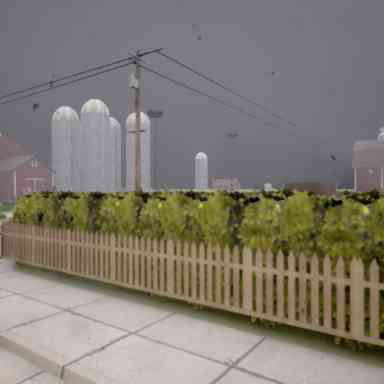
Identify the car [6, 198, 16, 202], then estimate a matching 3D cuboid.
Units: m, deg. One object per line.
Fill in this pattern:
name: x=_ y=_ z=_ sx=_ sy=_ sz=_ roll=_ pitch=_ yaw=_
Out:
car: x=-28.810 y=1.703 z=53.661 sx=4.193 sy=1.474 sz=1.816 roll=0 pitch=0 yaw=35
